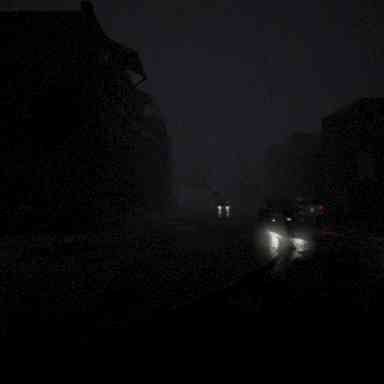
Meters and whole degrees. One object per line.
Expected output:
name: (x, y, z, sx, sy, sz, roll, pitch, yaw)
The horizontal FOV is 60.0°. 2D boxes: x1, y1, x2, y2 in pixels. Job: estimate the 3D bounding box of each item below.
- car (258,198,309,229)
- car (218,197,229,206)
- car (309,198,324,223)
car: (6.157, 1.450, 23.799, 2.150, 2.045, 5.566, -1, -2, 1)
car: (6.065, 1.842, 64.714, 1.837, 1.490, 4.892, -1, 2, 0)
car: (9.330, 1.545, 28.499, 2.150, 2.045, 5.566, -1, -2, 0)
